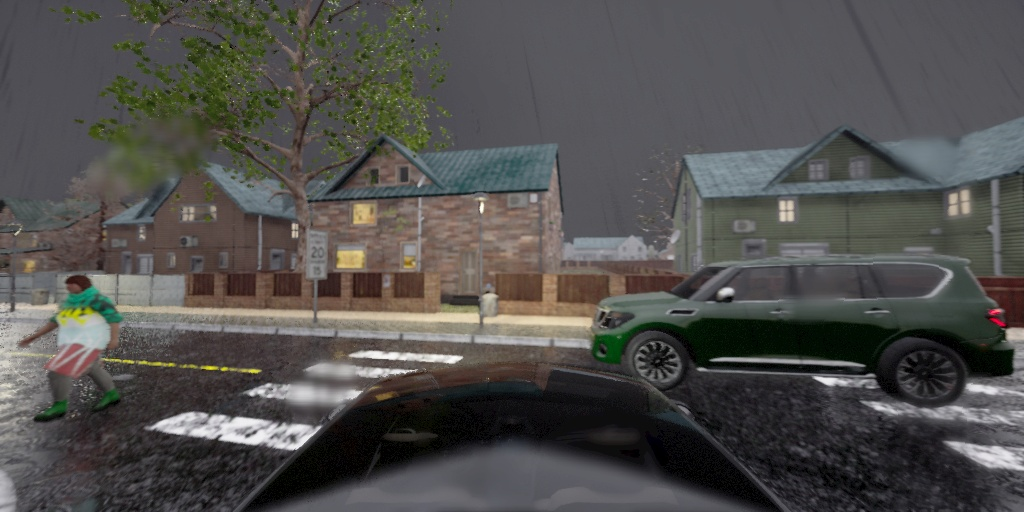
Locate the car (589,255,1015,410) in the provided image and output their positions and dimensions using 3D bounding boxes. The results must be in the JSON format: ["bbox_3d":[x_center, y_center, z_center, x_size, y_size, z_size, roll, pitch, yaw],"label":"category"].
[{"bbox_3d":[4.136,1.030,6.043,5.566,2.045,2.150,-1,-2,13],"label":"car"}]

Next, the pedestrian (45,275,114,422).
[{"bbox_3d":[-5.567,1.117,4.627,0.375,1.860,0.375,0,-1,13],"label":"pedestrian"}]
